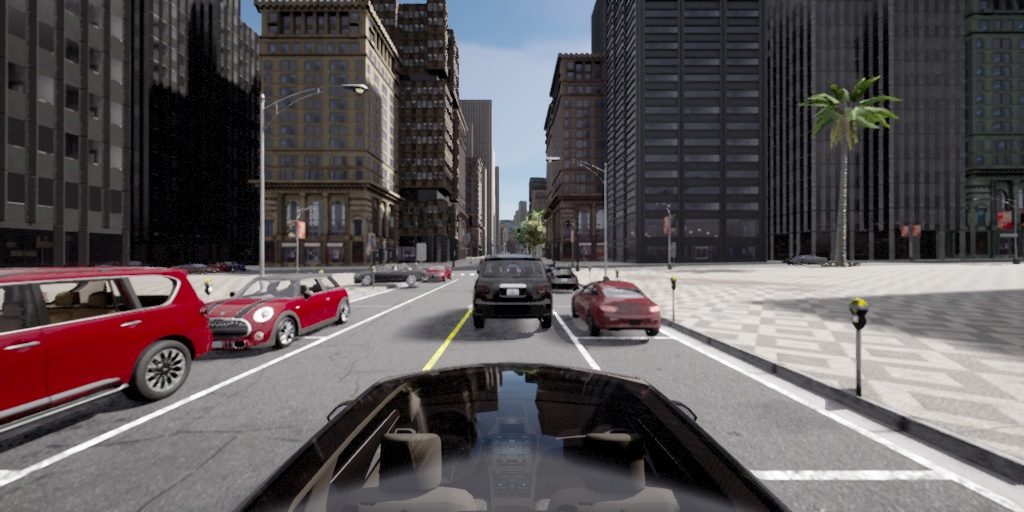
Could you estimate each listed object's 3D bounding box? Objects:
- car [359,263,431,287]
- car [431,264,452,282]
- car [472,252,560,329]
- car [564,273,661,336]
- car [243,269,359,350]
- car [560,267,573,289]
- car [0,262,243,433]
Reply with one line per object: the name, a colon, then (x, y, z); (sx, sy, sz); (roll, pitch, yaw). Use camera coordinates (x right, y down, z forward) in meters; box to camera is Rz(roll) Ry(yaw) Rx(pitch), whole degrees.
car: (-7.505, 1.127, 22.366); (4.403, 1.370, 2.007); (0, 0, -9)
car: (-5.780, 1.311, 28.286); (1.802, 1.307, 4.207); (0, 0, 0)
car: (0.014, 0.973, 11.465); (2.150, 2.045, 5.566); (0, 0, 0)
car: (2.757, 1.333, 10.118); (1.802, 1.307, 4.207); (0, 0, 0)
car: (-5.767, 1.191, 8.956); (1.967, 1.591, 4.097); (0, 0, 0)
car: (2.750, 1.308, 20.921); (1.948, 1.339, 4.313); (0, 0, 0)
car: (-5.763, 1.066, 3.654); (2.192, 1.841, 5.009); (0, 0, 0)
